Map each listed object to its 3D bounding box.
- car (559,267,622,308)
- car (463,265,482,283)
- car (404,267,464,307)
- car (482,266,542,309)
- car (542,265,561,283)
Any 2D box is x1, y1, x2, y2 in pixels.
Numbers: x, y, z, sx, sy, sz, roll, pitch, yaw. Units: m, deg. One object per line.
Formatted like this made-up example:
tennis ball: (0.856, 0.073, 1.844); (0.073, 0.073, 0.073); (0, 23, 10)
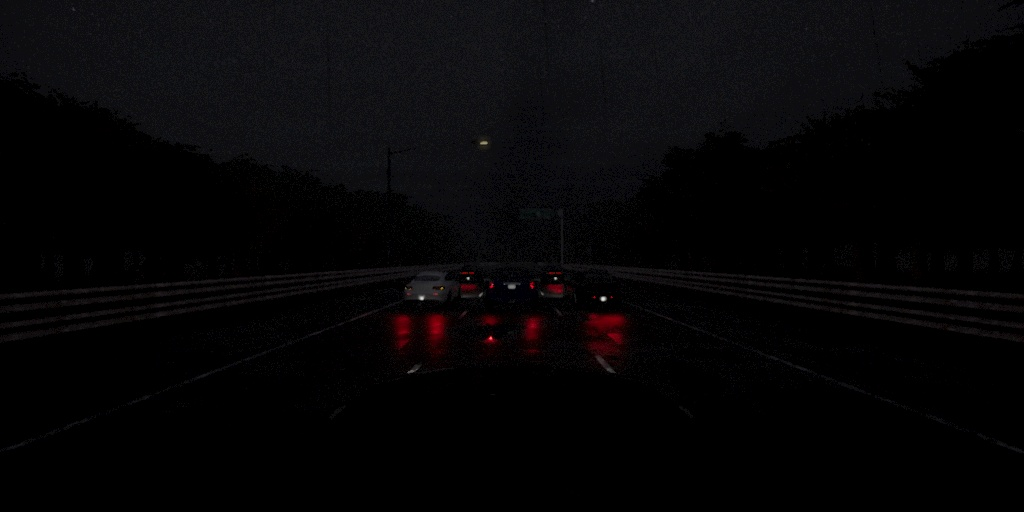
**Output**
car: (3.501, 1.396, 16.165); (1.837, 1.490, 4.892); (0, 0, 0)
car: (-3.502, 1.549, 31.142); (1.837, 1.490, 4.892); (0, 0, 0)
car: (-3.499, 1.415, 16.226); (1.812, 1.442, 4.674); (0, 0, 0)
car: (-0.001, 1.236, 15.934); (2.097, 1.767, 4.553); (0, -1, 0)
car: (3.498, 1.549, 31.159); (1.837, 1.490, 4.892); (0, 0, 0)
